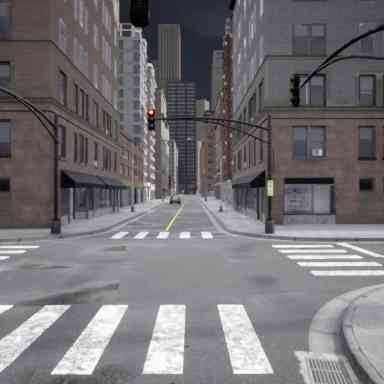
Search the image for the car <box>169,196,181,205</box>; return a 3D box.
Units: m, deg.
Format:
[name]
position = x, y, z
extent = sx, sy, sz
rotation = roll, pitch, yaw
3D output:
[car]
position = -2.989, 1.455, 59.635
extent = 1.882, 1.535, 5.008
rotation = 0, 0, 0
